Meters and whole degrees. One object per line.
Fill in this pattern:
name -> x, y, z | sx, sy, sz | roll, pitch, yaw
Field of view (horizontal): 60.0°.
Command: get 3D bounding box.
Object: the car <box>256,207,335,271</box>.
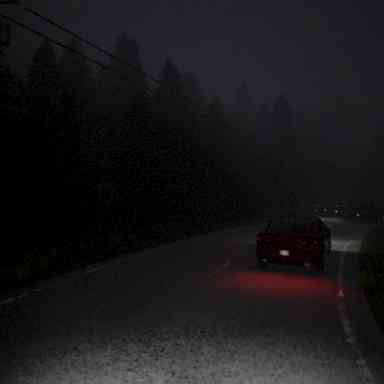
car -> 3.583, 1.496, 11.267 | 1.882, 1.535, 5.008 | 0, 0, 26

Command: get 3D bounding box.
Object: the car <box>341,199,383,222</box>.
car -> 14.460, 1.578, 27.557 | 2.128, 1.511, 4.902 | 0, 0, 41

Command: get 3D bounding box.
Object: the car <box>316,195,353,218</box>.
car -> 13.988, 1.302, 32.184 | 2.150, 2.045, 5.566 | 0, 0, 43
